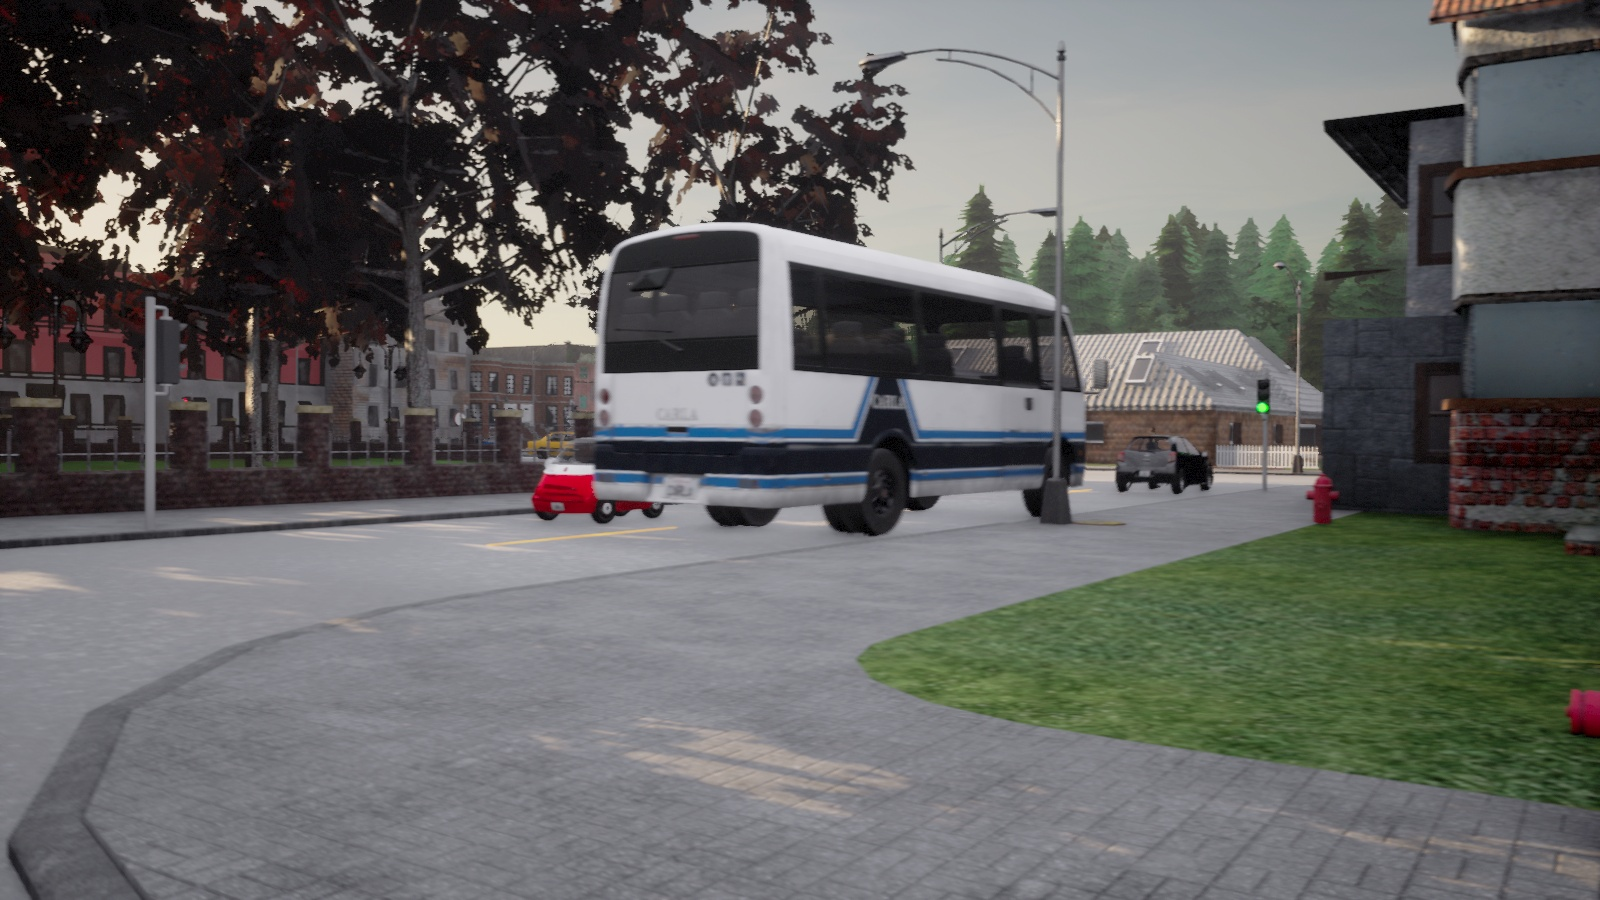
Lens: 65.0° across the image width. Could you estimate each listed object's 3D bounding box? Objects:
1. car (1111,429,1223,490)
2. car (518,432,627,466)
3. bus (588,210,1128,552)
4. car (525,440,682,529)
[{"bbox_3d":[9.739,0.205,33.157,1.845,1.501,3.633,0,1,33],"label":"car"},{"bbox_3d":[-11.052,-0.057,60.963,5.366,1.575,1.801,0,1,32],"label":"car"},{"bbox_3d":[1.619,-0.945,20.944,3.944,4.253,10.273,0,1,36],"label":"bus"},{"bbox_3d":[-3.227,0.532,20.869,1.481,1.376,2.207,0,1,32],"label":"car"}]
